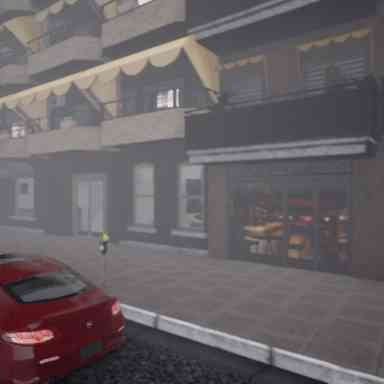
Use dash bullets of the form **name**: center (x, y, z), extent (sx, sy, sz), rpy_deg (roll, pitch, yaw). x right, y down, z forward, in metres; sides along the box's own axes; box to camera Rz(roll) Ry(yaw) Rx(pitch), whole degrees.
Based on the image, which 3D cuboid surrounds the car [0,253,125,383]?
- **car**: center (-2.791, 1.571, 4.867), extent (4.206, 1.307, 1.802), rpy_deg (0, 0, 36)
